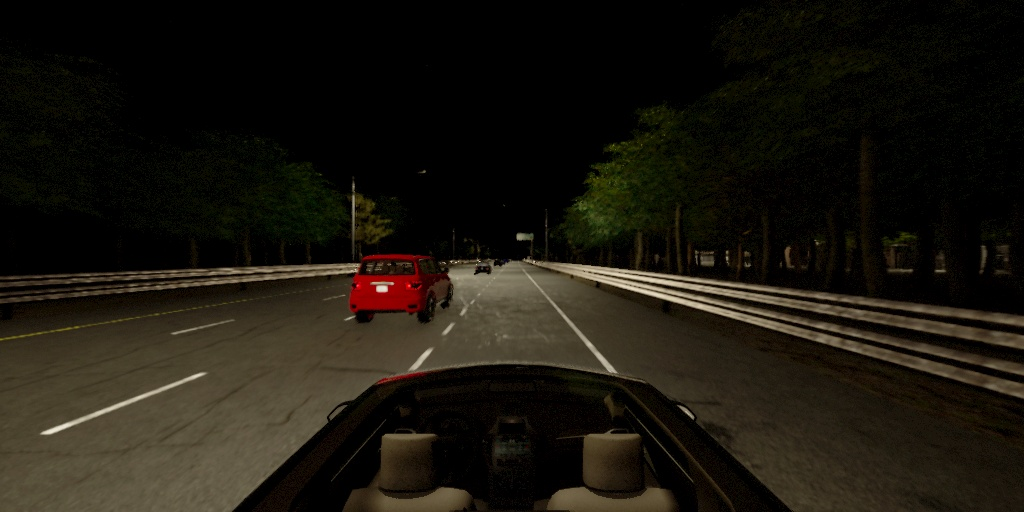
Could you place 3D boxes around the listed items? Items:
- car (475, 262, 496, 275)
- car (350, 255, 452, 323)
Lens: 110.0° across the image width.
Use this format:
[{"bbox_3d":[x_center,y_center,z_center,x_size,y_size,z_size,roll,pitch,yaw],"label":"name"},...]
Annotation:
[{"bbox_3d":[-3.426,1.502,43.454,2.033,1.411,5.357,0,0,0],"label":"car"},{"bbox_3d":[-3.501,0.991,12.353,2.150,2.045,5.566,0,0,0],"label":"car"}]
